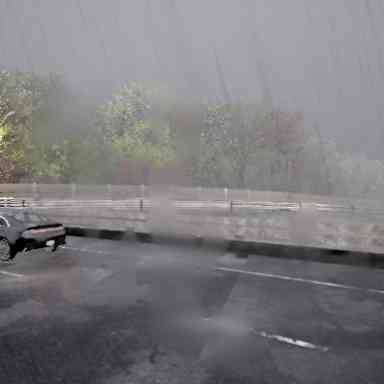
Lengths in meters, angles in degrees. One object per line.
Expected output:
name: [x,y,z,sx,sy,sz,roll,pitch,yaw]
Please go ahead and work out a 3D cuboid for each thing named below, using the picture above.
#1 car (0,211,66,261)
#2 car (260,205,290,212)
car: [-6.698,1.433,11.941,4.902,1.511,2.128,0,0,29]
car: [12.147,2.062,47.369,5.357,1.411,2.033,3,-1,-28]
